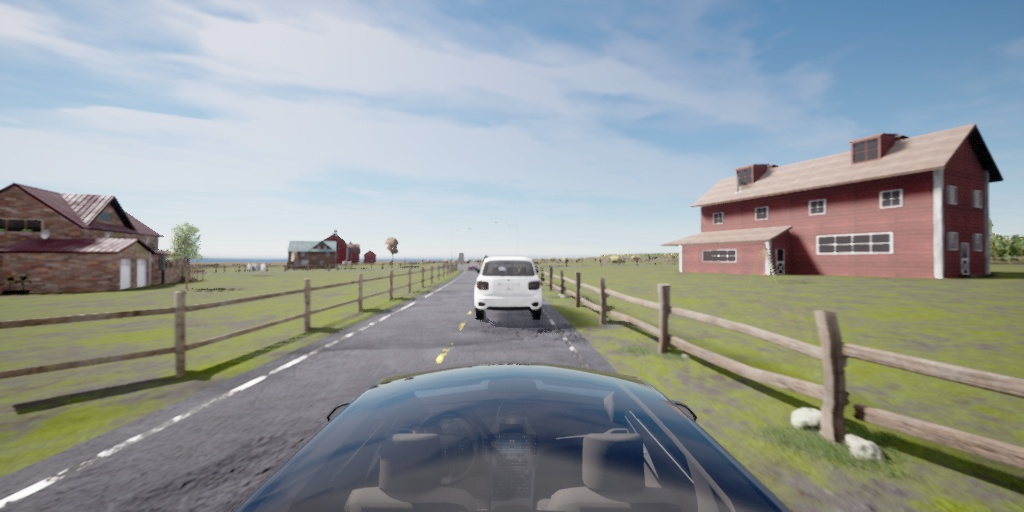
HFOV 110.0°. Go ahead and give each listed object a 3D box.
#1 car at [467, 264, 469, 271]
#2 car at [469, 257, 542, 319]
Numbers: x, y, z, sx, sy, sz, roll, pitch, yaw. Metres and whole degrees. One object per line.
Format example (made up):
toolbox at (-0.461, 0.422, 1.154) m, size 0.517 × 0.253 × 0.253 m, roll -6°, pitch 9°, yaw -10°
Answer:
car at (-6.317, 1.707, 58.808) m, size 1.812 × 1.442 × 4.674 m, roll 0°, pitch -1°, yaw -6°
car at (-0.153, 1.051, 13.285) m, size 2.150 × 2.045 × 5.566 m, roll 0°, pitch 0°, yaw -1°
